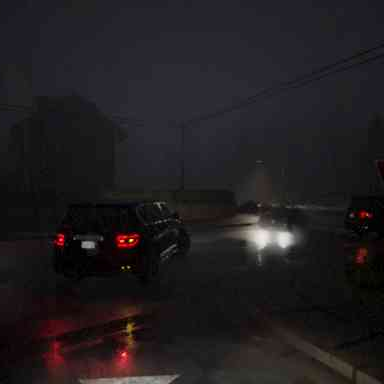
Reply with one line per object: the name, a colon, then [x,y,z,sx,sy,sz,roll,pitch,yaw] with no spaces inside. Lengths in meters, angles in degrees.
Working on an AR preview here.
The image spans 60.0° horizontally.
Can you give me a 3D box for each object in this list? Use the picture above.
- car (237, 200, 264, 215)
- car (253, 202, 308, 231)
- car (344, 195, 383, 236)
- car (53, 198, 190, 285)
car: [5.904,1.444,30.267,1.994,1.385,4.181,0,0,-26]
car: [5.648,1.484,20.306,1.994,1.385,4.181,0,0,34]
car: [10.149,1.165,15.747,5.566,2.045,2.150,0,0,-4]
car: [-1.705,1.184,9.662,2.150,2.045,5.566,0,0,10]
